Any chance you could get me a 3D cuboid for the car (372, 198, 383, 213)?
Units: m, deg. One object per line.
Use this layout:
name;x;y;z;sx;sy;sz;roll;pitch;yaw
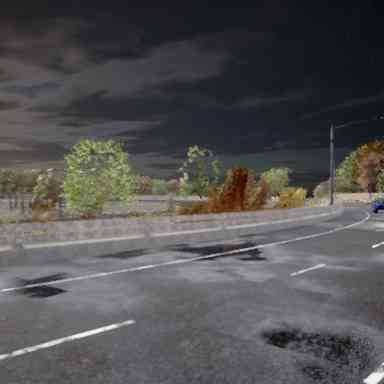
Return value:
car;25.629;1.781;44.757;2.150;2.045;5.566;1;0;24
